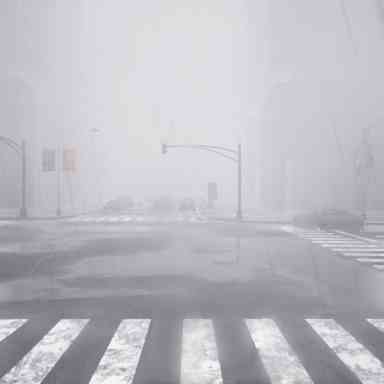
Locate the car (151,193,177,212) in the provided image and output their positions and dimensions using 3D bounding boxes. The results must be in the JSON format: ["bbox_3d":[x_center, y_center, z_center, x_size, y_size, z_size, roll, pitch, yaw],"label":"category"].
[{"bbox_3d":[-3.238,1.360,38.851,2.097,1.767,4.553,0,0,0],"label":"car"}]

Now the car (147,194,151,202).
[{"bbox_3d":[-9.227,1.669,71.546,1.802,1.307,4.206,0,0,0],"label":"car"}]

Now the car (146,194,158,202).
[{"bbox_3d":[-9.254,1.417,76.973,2.192,1.841,5.009,0,0,0],"label":"car"}]

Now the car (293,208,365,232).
[{"bbox_3d":[8.610,1.707,21.137,4.181,1.385,1.994,1,0,3],"label":"car"}]

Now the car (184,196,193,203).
[{"bbox_3d":[-0.703,1.613,71.748,1.752,1.417,4.829,0,0,0],"label":"car"}]

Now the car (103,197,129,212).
[{"bbox_3d":[-9.070,1.574,38.990,1.947,1.339,4.313,0,0,0],"label":"car"}]

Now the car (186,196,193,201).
[{"bbox_3d":[-0.808,1.696,93.278,1.887,1.381,4.507,0,0,0],"label":"car"}]

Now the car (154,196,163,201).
[{"bbox_3d":[-9.332,1.696,93.249,1.887,1.381,4.507,0,0,0],"label":"car"}]

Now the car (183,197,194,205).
[{"bbox_3d":[-0.650,1.603,60.728,1.887,1.381,4.507,0,0,0],"label":"car"}]

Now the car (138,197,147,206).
[{"bbox_3d":[-9.147,1.570,55.098,1.752,1.417,4.829,0,0,0],"label":"car"}]

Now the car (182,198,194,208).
[{"bbox_3d":[-0.597,1.614,49.878,1.802,1.307,4.206,0,0,0],"label":"car"}]

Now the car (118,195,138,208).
[{"bbox_3d":[-9.097,1.335,44.417,2.192,1.841,5.009,0,0,0],"label":"car"}]

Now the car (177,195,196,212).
[{"bbox_3d":[-0.545,1.448,39.029,1.967,1.590,4.097,0,0,0],"label":"car"}]
